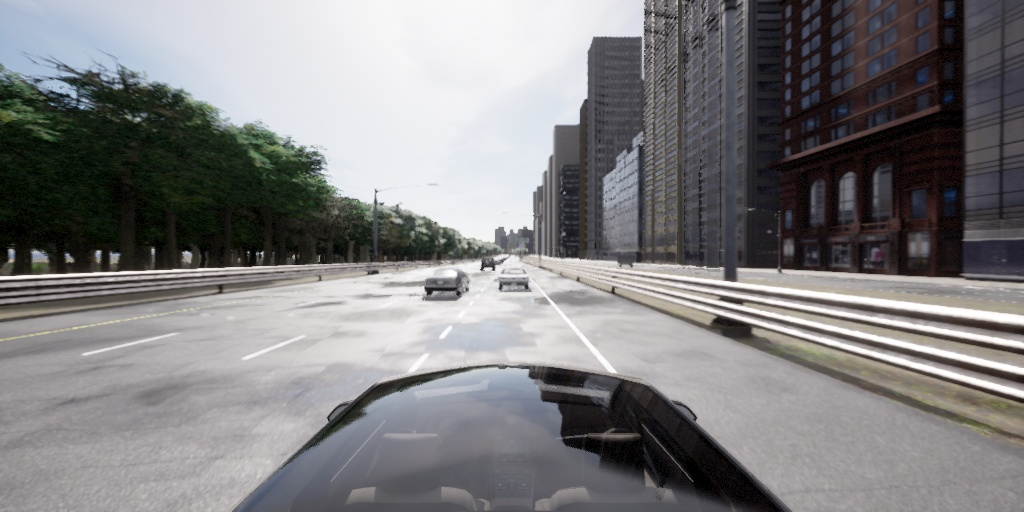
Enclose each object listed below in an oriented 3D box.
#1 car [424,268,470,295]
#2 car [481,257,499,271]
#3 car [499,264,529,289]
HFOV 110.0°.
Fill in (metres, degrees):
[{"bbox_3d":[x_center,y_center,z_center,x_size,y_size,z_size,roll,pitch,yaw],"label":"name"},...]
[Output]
[{"bbox_3d":[-3.509,1.358,20.076,2.033,1.411,5.357,0,0,0],"label":"car"},{"bbox_3d":[-3.630,1.200,55.414,2.150,2.045,5.566,0,0,0],"label":"car"},{"bbox_3d":[0.102,1.427,24.142,1.895,1.301,4.718,0,0,0],"label":"car"}]
